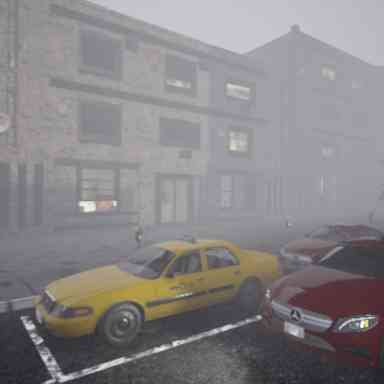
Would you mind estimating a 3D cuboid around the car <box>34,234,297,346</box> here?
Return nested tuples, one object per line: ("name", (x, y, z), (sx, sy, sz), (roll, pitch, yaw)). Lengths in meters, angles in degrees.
("car", (-0.306, 1.528, 6.332), (4.829, 1.417, 1.752), (0, 1, -36))

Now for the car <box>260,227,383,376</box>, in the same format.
("car", (3.216, 1.530, 5.660), (4.674, 1.442, 1.812), (0, 0, -35))

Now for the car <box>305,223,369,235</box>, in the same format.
("car", (4.336, 1.589, 9.645), (4.206, 1.307, 1.802), (0, 1, -36))
